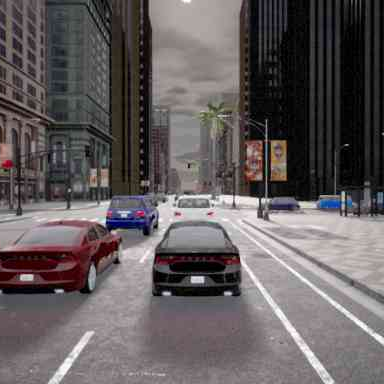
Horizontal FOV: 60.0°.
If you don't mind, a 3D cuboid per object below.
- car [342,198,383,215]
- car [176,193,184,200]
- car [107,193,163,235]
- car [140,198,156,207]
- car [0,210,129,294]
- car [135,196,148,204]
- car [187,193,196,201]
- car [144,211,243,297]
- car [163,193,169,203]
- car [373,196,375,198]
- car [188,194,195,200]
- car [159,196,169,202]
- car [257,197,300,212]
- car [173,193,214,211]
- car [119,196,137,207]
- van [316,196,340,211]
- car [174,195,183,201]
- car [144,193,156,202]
[{"bbox_3d":[17.044,1.546,31.316,4.403,1.369,2.008,0,0,0],"label":"car"},{"bbox_3d":[-3.326,1.186,92.067,2.097,1.767,4.553,0,0,0],"label":"car"},{"bbox_3d":[-3.194,1.220,18.664,2.150,2.045,5.566,0,0,2],"label":"car"},{"bbox_3d":[-6.620,1.598,50.620,1.895,1.301,4.718,0,0,-1],"label":"car"},{"bbox_3d":[-3.157,1.476,8.800,1.882,1.535,5.008,0,0,0],"label":"car"},{"bbox_3d":[-9.837,1.523,65.436,1.812,1.442,4.674,0,0,0],"label":"car"},{"bbox_3d":[-0.068,1.216,82.127,2.150,2.045,5.566,0,0,0],"label":"car"},{"bbox_3d":[0.092,1.477,8.648,1.882,1.535,5.008,0,0,0],"label":"car"},{"bbox_3d":[-6.568,1.222,67.875,2.150,2.045,5.566,0,0,0],"label":"car"},{"bbox_3d":[22.710,1.281,39.846,5.009,1.841,2.192,0,0,0],"label":"car"},{"bbox_3d":[-0.076,1.388,92.516,2.033,1.411,5.357,0,0,0],"label":"car"},{"bbox_3d":[-6.565,1.593,78.190,1.895,1.301,4.718,0,0,0],"label":"car"},{"bbox_3d":[9.571,1.336,37.005,4.553,1.767,2.097,0,0,-3],"label":"car"},{"bbox_3d":[0.086,1.220,18.607,2.150,2.045,5.566,0,0,0],"label":"car"},{"bbox_3d":[-9.926,1.489,51.869,2.128,1.511,4.902,0,0,-3],"label":"car"},{"bbox_3d":[17.033,1.311,39.840,3.998,1.788,1.690,0,0,0],"label":"van"},{"bbox_3d":[-3.318,1.490,81.677,1.837,1.490,4.892,0,0,0],"label":"car"},{"bbox_3d":[-9.815,1.223,77.661,2.150,2.045,5.566,0,0,0],"label":"car"}]
